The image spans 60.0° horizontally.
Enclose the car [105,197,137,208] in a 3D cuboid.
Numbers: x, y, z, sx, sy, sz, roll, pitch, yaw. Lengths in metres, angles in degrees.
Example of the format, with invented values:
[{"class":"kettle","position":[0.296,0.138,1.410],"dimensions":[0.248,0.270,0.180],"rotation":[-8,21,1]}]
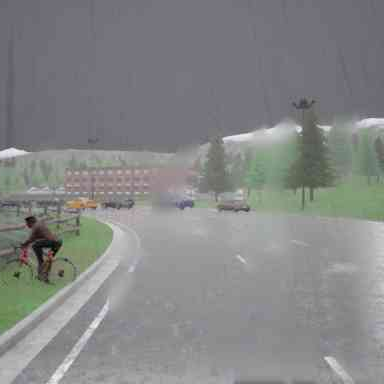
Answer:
[{"class":"car","position":[-10.374,1.503,48.256],"dimensions":[4.892,1.490,1.837],"rotation":[0,0,37]}]

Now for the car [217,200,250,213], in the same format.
[{"class":"car","position":[4.667,1.563,37.913],"dimensions":[1.994,1.385,4.181],"rotation":[0,0,-33]}]

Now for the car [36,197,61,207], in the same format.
[{"class":"car","position":[-21.371,1.524,50.264],"dimensions":[4.674,1.442,1.812],"rotation":[0,0,24]}]

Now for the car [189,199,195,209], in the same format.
[{"class":"car","position":[-1.792,1.476,45.623],"dimensions":[1.882,1.535,5.008],"rotation":[0,0,-43]}]

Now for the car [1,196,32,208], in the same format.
[{"class":"car","position":[-25.614,1.351,48.236],"dimensions":[4.553,1.767,2.097],"rotation":[0,0,20]}]

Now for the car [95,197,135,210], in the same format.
[{"class":"car","position":[-9.888,1.490,43.279],"dimensions":[4.902,1.511,2.128],"rotation":[0,0,40]}]

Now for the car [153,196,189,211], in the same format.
[{"class":"car","position":[-2.973,1.351,41.810],"dimensions":[2.097,1.767,4.553],"rotation":[0,0,-42]}]

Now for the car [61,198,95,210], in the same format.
[{"class":"car","position":[-14.030,1.476,42.136],"dimensions":[5.008,1.535,1.882],"rotation":[0,0,36]}]

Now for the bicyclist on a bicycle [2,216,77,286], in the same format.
[{"class":"bicyclist on a bicycle","position":[-3.396,1.355,7.382],"dimensions":[1.656,1.620,0.582],"rotation":[-1,1,-1]}]
